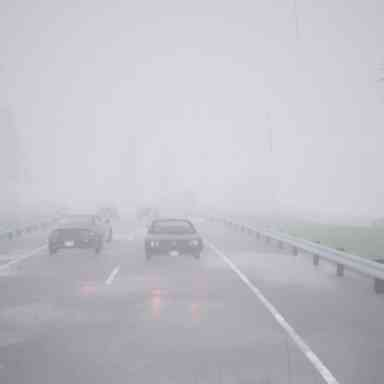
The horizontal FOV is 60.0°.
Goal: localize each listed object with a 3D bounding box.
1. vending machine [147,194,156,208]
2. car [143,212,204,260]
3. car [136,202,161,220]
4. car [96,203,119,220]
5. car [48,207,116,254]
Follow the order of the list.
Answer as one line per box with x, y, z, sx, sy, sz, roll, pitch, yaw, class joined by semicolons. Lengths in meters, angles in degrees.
-6.257;1.371;51.059;1.100;2.100;0.880;0;0;-24;vending machine
-0.796;1.643;12.612;1.895;1.301;4.718;0;0;-6;car
-3.835;1.627;29.277;1.812;1.442;4.674;0;0;-14;car
-7.257;1.632;28.546;1.812;1.442;4.674;0;0;-14;car
-4.431;1.579;13.625;1.812;1.442;4.674;0;0;-6;car
